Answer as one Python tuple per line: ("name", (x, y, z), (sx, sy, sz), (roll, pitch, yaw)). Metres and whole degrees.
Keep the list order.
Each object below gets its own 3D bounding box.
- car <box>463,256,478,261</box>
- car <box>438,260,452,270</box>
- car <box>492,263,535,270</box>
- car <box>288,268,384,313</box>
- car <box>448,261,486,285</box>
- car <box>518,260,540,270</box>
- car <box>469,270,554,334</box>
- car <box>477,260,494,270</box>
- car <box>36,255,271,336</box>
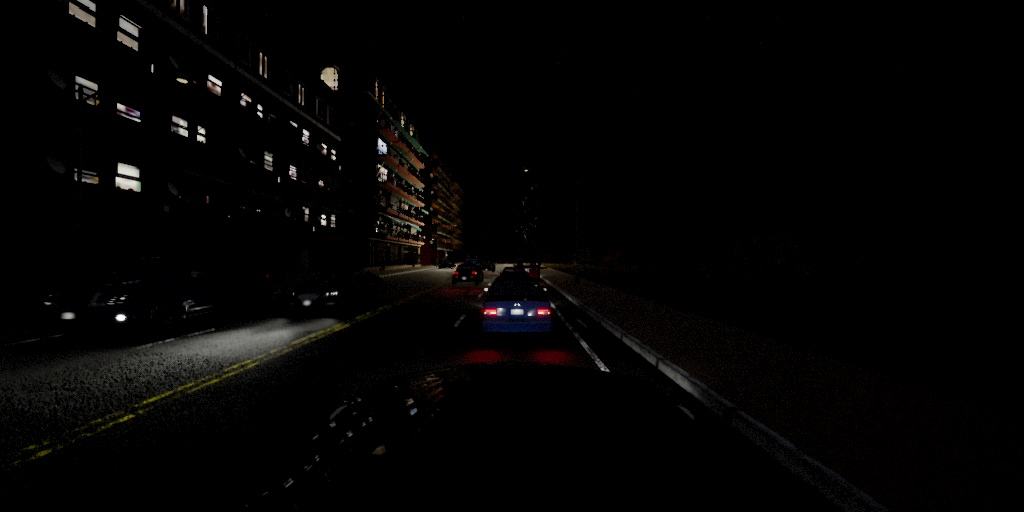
("car", (-6.523, 0.973, 57.365), (2.150, 2.045, 5.566), (0, 0, 0))
("car", (-9.775, 1.278, 53.685), (1.812, 1.442, 4.674), (0, 0, 0))
("car", (0.116, 1.317, 20.876), (1.994, 1.385, 4.181), (0, 0, 1))
("car", (-6.587, 1.243, 13.966), (2.128, 1.511, 4.902), (0, 0, 0))
("car", (-3.123, 1.279, 25.769), (1.812, 1.442, 4.674), (0, 0, 0))
("car", (1.170, 1.104, 29.811), (2.097, 1.767, 4.553), (0, 0, 0))
("car", (0.112, 1.299, 10.542), (2.033, 1.411, 5.357), (0, 0, 0))
("car", (-3.097, 1.353, 46.026), (1.895, 1.301, 4.718), (0, 0, 0))
("car", (-9.840, 0.973, 10.715), (2.150, 2.045, 5.566), (0, 0, 0))
